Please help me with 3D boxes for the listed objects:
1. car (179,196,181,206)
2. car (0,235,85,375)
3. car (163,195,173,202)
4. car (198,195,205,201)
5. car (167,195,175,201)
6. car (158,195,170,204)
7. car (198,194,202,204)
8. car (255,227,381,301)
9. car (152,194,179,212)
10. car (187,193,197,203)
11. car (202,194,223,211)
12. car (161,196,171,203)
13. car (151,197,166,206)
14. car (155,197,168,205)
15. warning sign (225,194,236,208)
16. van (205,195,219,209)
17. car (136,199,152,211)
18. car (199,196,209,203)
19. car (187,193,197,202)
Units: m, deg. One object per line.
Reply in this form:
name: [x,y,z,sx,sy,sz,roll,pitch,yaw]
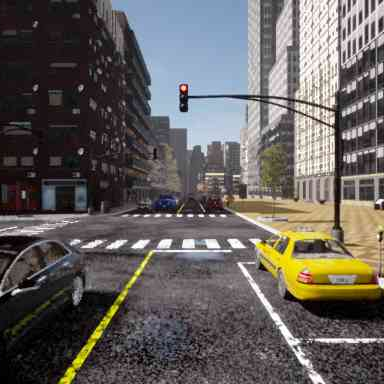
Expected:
car: [-3.110,1.558,52.905,1.812,1.442,4.674,0,0,0]
car: [-3.104,1.506,5.028,1.837,1.490,4.892,0,0,0]
car: [-5.727,1.518,79.176,1.967,1.590,4.097,0,0,0]
car: [2.649,1.627,90.402,1.752,1.417,4.829,0,0,0]
car: [-5.731,1.626,90.059,1.752,1.417,4.829,0,0,0]
car: [-5.723,1.498,68.122,1.967,1.590,4.097,0,0,0]
car: [2.659,1.363,62.598,2.192,1.841,5.009,0,0,0]
car: [2.683,1.526,8.250,1.752,1.417,4.829,0,0,0]
car: [-3.121,1.240,40.096,2.150,2.045,5.566,0,0,0]
car: [-0.029,1.565,69.268,1.837,1.490,4.892,0,0,0]
car: [2.669,1.333,40.493,2.192,1.841,5.009,0,0,0]
car: [-5.724,1.650,73.649,1.802,1.307,4.206,0,0,0]
car: [-5.717,1.589,57.069,2.008,1.369,4.403,0,0,0]
car: [-5.720,1.593,62.595,1.887,1.381,4.507,0,0,0]
warning sign: [5.054,1.136,43.750,1.300,1.860,1.060,0,0,0]
van: [2.666,1.365,46.019,1.690,1.788,3.998,0,0,0]
car: [-5.710,1.568,40.489,2.008,1.369,4.403,0,0,0]
car: [2.656,1.612,73.652,1.887,1.381,4.507,0,0,0]
car: [-0.032,1.218,79.716,2.150,2.045,5.566,0,0,0]
